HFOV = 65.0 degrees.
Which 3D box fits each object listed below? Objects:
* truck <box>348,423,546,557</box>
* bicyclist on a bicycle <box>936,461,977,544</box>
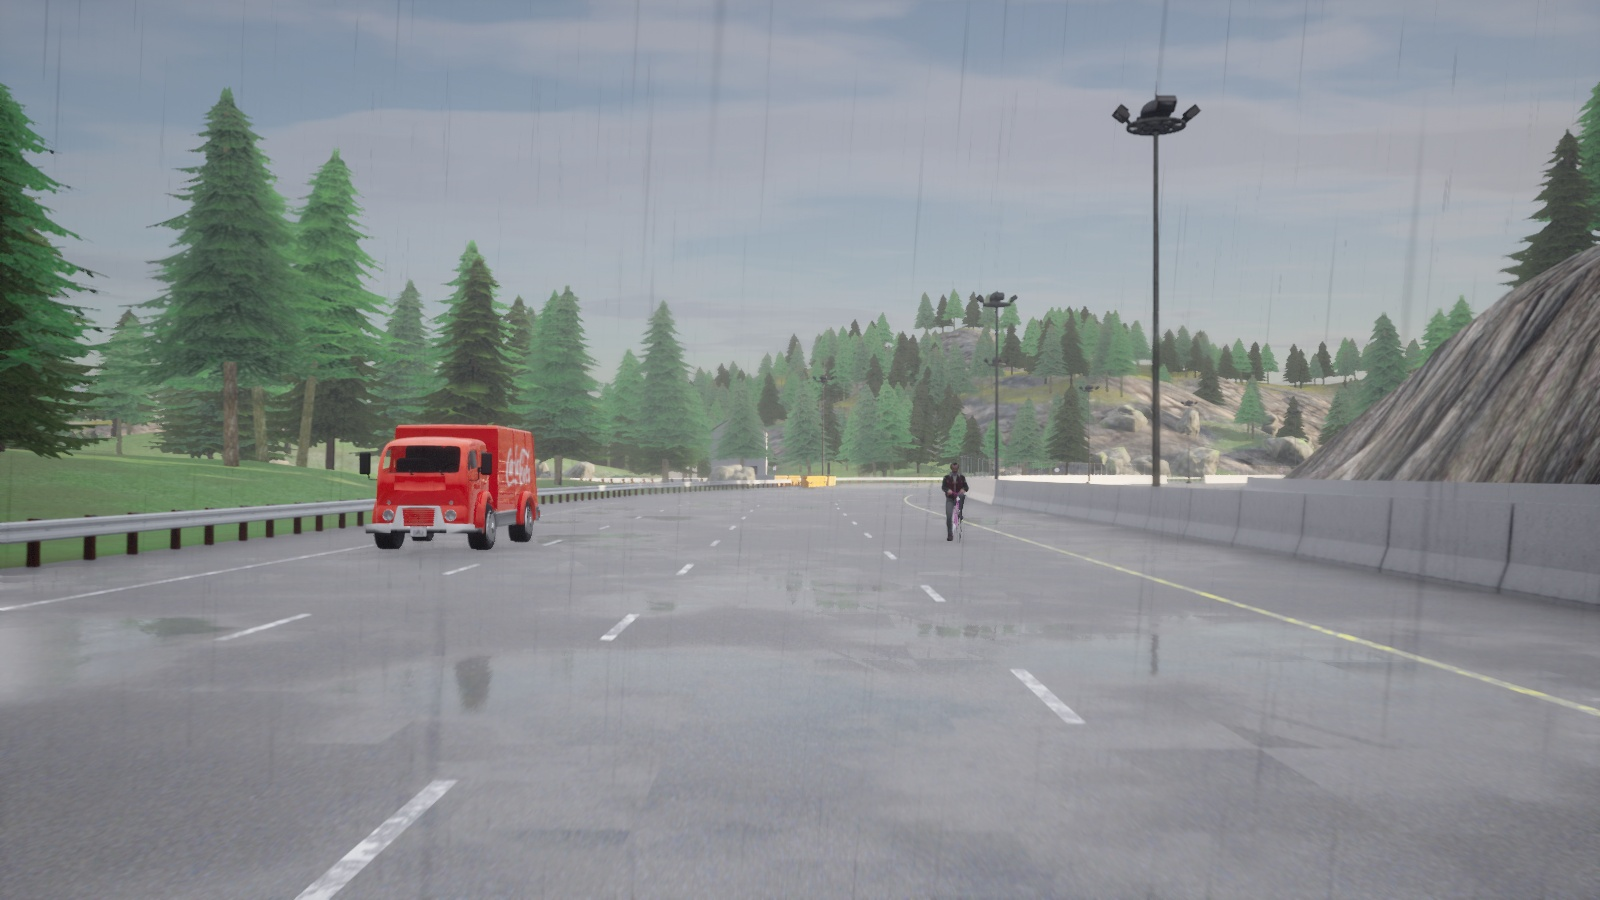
[{"bbox_3d":[-7.065,0.789,25.851,2.627,2.467,5.204,0,-1,0],"label":"truck"},{"bbox_3d":[3.432,1.133,27.594,0.659,1.776,1.843,0,-1,0],"label":"bicyclist on a bicycle"}]
